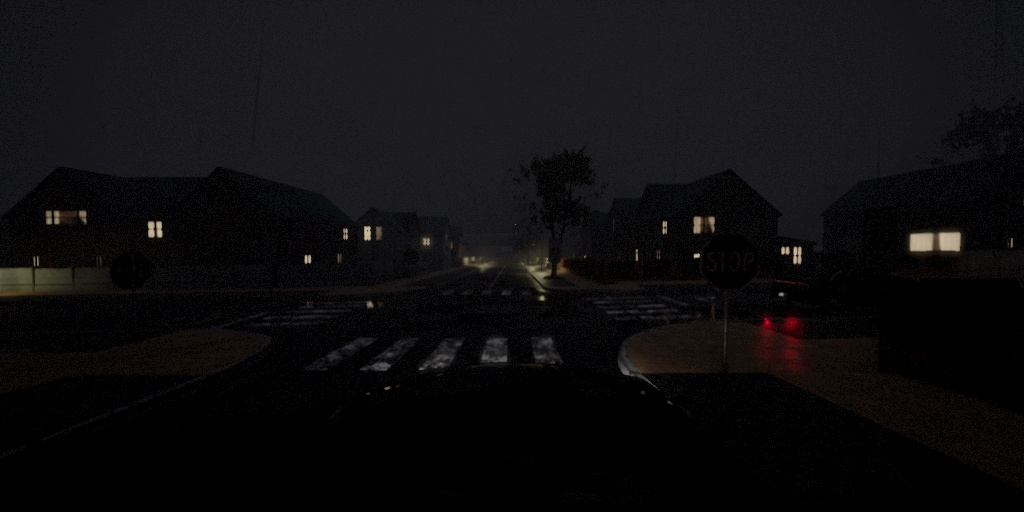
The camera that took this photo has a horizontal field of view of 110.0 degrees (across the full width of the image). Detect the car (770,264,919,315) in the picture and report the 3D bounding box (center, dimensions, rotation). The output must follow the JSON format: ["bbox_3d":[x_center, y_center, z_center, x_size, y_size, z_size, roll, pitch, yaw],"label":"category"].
[{"bbox_3d":[11.431,1.039,11.982,4.902,1.511,2.128,-1,2,0],"label":"car"}]
